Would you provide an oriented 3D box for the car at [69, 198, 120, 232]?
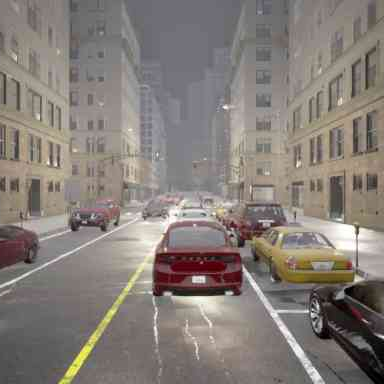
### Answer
[{"bbox_3d":[-5.750,1.291,20.321,2.192,1.841,5.009,0,0,0],"label":"car"}]

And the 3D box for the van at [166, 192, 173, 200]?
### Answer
[{"bbox_3d":[-5.721,0.967,85.095,1.690,1.788,3.998,1,0,0],"label":"van"}]

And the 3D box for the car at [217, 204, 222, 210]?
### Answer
[{"bbox_3d":[2.774,1.558,20.310,1.802,1.307,4.206,0,0,0],"label":"car"}]

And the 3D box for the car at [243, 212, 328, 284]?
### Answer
[{"bbox_3d":[2.770,1.519,9.375,1.752,1.417,4.829,0,0,0],"label":"car"}]

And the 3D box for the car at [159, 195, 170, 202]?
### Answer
[{"bbox_3d":[-5.730,1.291,68.827,1.887,1.381,4.507,1,0,0],"label":"car"}]

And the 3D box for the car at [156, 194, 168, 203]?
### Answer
[{"bbox_3d":[-5.732,1.223,63.403,1.967,1.590,4.097,1,0,0],"label":"car"}]

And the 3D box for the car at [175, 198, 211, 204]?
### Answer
[{"bbox_3d":[0.083,1.454,25.360,2.128,1.511,4.902,0,0,0],"label":"car"}]

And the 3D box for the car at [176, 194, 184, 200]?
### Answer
[{"bbox_3d":[-2.970,1.183,80.813,1.812,1.442,4.674,0,0,0],"label":"car"}]

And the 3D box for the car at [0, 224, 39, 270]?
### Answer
[{"bbox_3d":[-5.756,1.577,9.216,1.802,1.307,4.206,0,0,0],"label":"car"}]

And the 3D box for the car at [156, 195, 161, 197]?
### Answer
[{"bbox_3d":[-5.735,1.361,57.979,1.887,1.381,4.507,0,0,0],"label":"car"}]

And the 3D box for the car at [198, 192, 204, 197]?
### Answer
[{"bbox_3d":[2.796,1.271,68.985,1.752,1.417,4.829,1,0,0],"label":"car"}]

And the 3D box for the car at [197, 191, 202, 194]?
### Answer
[{"bbox_3d":[2.805,1.023,90.509,1.967,1.590,4.097,1,0,0],"label":"car"}]

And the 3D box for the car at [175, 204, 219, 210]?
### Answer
[{"bbox_3d":[0.105,1.510,16.218,1.812,1.442,4.674,0,0,0],"label":"car"}]

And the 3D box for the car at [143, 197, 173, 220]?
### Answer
[{"bbox_3d":[-2.850,1.461,27.510,1.837,1.490,4.892,1,0,1],"label":"car"}]

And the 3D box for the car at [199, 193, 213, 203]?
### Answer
[{"bbox_3d":[2.790,1.367,57.969,2.008,1.369,4.403,0,0,0],"label":"car"}]

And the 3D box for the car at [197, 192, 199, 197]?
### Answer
[{"bbox_3d":[2.799,1.249,79.664,1.802,1.307,4.206,1,0,0],"label":"car"}]

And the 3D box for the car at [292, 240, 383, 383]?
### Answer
[{"bbox_3d":[2.767,1.566,3.654,1.947,1.339,4.313,0,0,0],"label":"car"}]

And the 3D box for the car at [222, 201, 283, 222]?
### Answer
[{"bbox_3d":[2.773,1.302,14.759,2.192,1.841,5.009,0,0,0],"label":"car"}]

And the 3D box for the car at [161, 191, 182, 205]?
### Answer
[{"bbox_3d":[-3.129,1.203,51.811,2.097,1.767,4.553,0,0,2],"label":"car"}]

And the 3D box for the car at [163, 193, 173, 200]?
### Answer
[{"bbox_3d":[-5.725,1.107,79.673,1.967,1.590,4.097,1,0,0],"label":"car"}]

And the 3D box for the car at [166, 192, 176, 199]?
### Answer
[{"bbox_3d":[-5.719,0.898,90.517,2.192,1.841,5.009,1,0,0],"label":"car"}]

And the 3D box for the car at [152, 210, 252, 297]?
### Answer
[{"bbox_3d":[0.076,1.473,8.652,1.882,1.535,5.008,0,0,-1],"label":"car"}]
